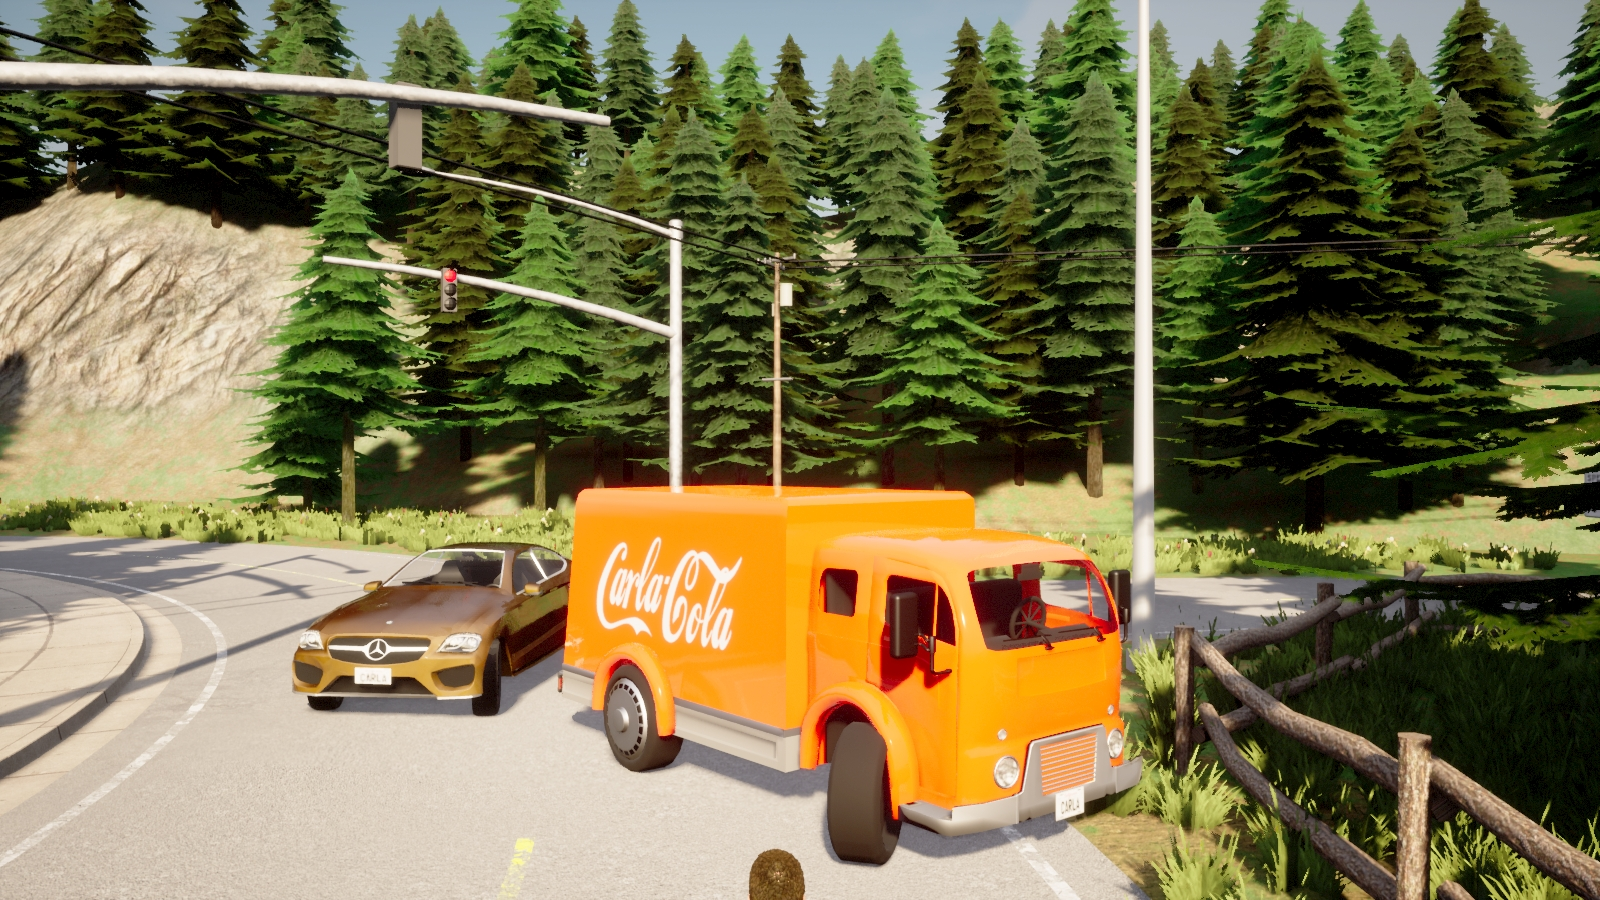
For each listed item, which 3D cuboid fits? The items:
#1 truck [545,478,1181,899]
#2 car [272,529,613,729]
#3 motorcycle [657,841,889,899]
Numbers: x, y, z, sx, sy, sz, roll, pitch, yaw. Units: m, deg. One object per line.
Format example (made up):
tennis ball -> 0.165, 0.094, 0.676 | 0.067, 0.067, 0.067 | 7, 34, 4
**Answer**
truck -> 0.202, 1.542, 9.769 | 2.627, 2.467, 5.204 | 0, 0, -39
car -> -4.038, 1.970, 14.038 | 2.152, 1.651, 5.027 | 0, 0, 6
motorcycle -> -0.074, 2.159, 3.526 | 0.803, 1.199, 2.033 | 0, 0, -2
